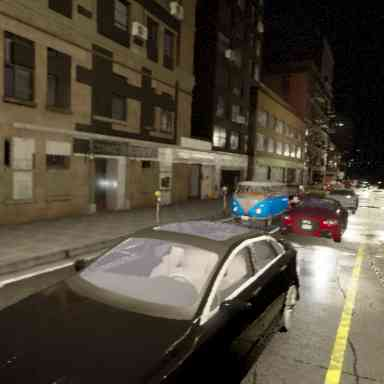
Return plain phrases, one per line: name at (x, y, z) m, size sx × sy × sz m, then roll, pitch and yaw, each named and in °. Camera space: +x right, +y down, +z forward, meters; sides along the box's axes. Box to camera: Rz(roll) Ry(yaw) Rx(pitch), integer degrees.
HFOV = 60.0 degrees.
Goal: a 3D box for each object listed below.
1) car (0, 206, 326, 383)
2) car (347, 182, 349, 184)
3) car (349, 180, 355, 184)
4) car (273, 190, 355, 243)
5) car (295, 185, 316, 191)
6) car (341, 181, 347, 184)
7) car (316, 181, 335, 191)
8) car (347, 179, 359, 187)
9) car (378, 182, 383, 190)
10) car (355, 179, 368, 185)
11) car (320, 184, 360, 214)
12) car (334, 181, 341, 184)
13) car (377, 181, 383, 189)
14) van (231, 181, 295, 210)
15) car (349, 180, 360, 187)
car at (-0.080, 1.188, 3.870) m, size 2.128 × 1.511 × 4.902 m, roll 5°, pitch 5°, yaw 31°
car at (19.067, -0.626, 43.562) m, size 1.752 × 1.417 × 4.829 m, roll 4°, pitch 4°, yaw 29°
car at (24.493, -1.010, 53.311) m, size 1.887 × 1.381 × 4.507 m, roll 4°, pitch 4°, yaw 29°
car at (4.725, 0.880, 12.511) m, size 1.994 × 1.385 × 4.181 m, roll 5°, pitch 5°, yaw 30°
car at (5.793, 0.306, 19.708) m, size 1.967 × 1.590 × 4.097 m, roll 4°, pitch 4°, yaw 29°
car at (16.481, -0.516, 38.906) m, size 1.967 × 1.590 × 4.097 m, roll 4°, pitch 4°, yaw 29°
car at (11.051, -0.017, 29.163) m, size 1.752 × 1.417 × 4.829 m, roll 4°, pitch 4°, yaw 29°
car at (35.183, -1.895, 72.505) m, size 1.967 × 1.590 × 4.097 m, roll 4°, pitch 4°, yaw 29°
car at (36.522, -1.178, 63.273) m, size 1.882 × 1.535 × 5.008 m, roll 5°, pitch 4°, yaw 29°
car at (26.958, -1.186, 52.200) m, size 2.128 × 1.511 × 4.902 m, roll 5°, pitch 4°, yaw 29°
car at (9.590, 0.461, 21.241) m, size 1.812 × 1.442 × 4.674 m, roll 5°, pitch 5°, yaw 29°
car at (13.804, -0.172, 34.115) m, size 1.802 × 1.307 × 4.206 m, roll 4°, pitch 4°, yaw 29°
car at (41.947, -1.523, 73.028) m, size 2.128 × 1.511 × 4.902 m, roll 5°, pitch 4°, yaw 29°
van at (3.125, 0.417, 14.903) m, size 1.690 × 1.788 × 3.998 m, roll 4°, pitch 4°, yaw 29°
car at (37.850, -1.961, 77.312) m, size 1.947 × 1.339 × 4.313 m, roll 4°, pitch 4°, yaw 29°
